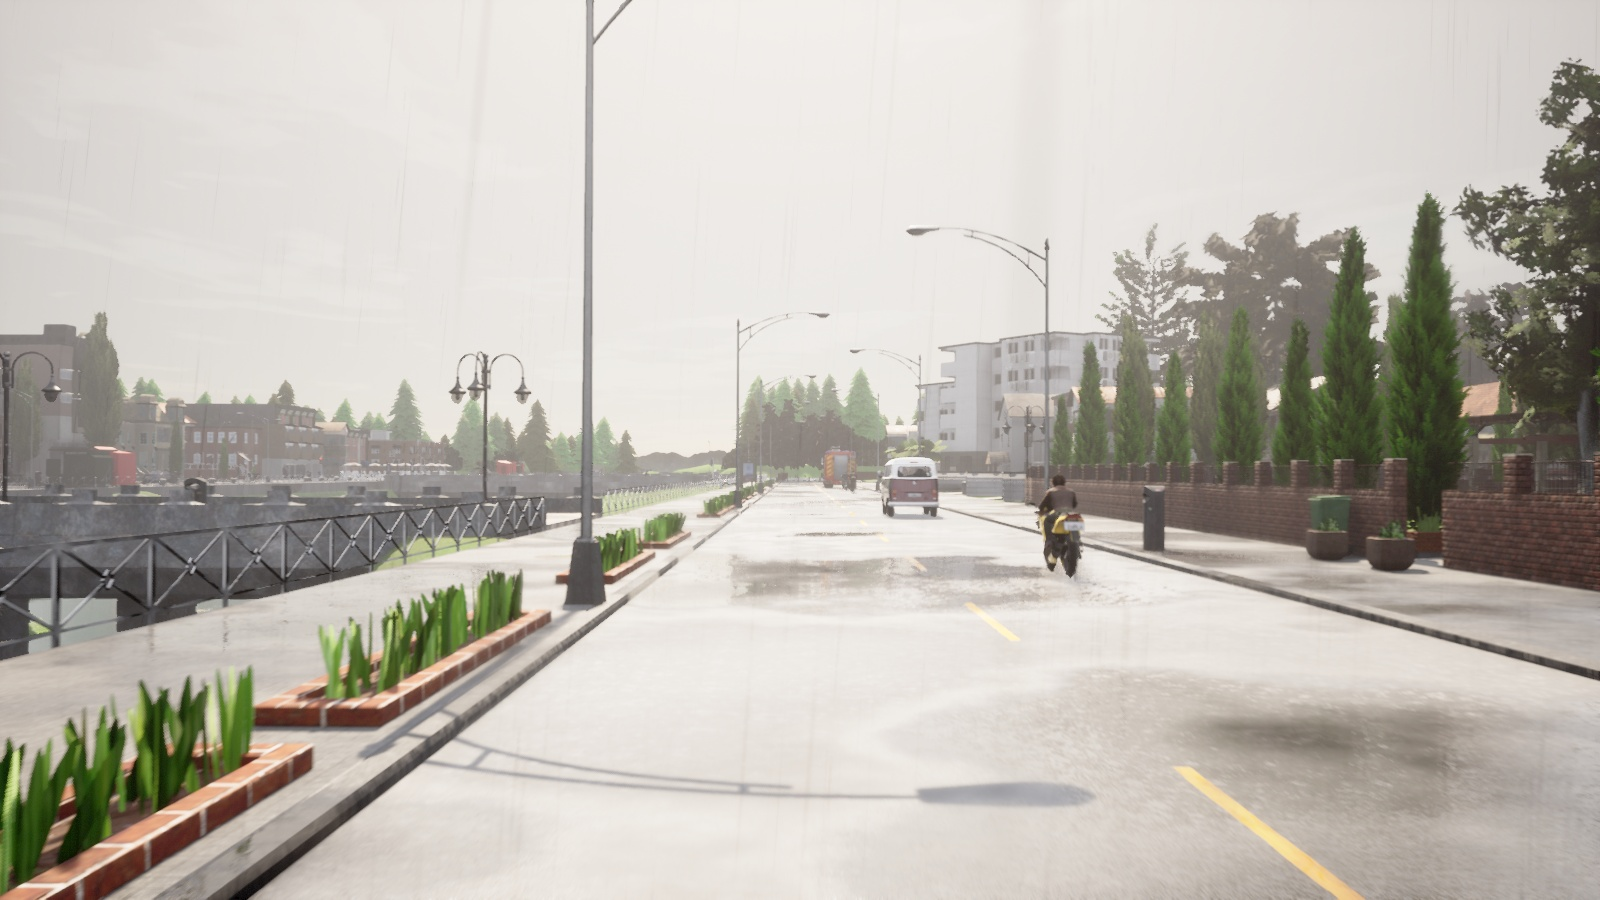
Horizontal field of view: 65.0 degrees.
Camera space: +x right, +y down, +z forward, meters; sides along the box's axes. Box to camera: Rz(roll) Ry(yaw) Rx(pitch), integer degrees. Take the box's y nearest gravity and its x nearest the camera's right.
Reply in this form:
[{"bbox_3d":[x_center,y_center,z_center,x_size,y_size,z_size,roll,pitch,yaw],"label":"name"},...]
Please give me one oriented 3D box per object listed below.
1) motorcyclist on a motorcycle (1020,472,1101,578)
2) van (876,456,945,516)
[{"bbox_3d":[3.955,1.102,19.192,0.797,1.523,2.044,0,-1,0],"label":"motorcyclist on a motorcycle"},{"bbox_3d":[3.894,1.275,44.951,2.069,2.038,4.480,0,-1,0],"label":"van"}]
